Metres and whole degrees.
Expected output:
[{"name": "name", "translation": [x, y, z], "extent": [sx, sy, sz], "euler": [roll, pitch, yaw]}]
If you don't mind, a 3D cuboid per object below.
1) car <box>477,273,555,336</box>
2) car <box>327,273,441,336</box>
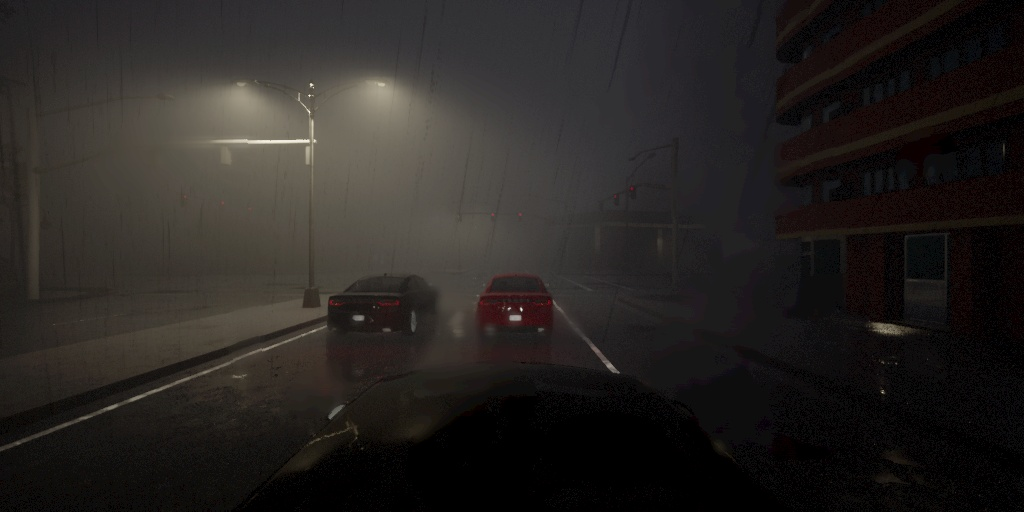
[{"name": "car", "translation": [0.113, 1.227, 10.460], "extent": [1.882, 1.535, 5.008], "euler": [0, 0, 1]}, {"name": "car", "translation": [-3.392, 1.227, 10.447], "extent": [1.882, 1.535, 5.008], "euler": [0, 0, 0]}]
